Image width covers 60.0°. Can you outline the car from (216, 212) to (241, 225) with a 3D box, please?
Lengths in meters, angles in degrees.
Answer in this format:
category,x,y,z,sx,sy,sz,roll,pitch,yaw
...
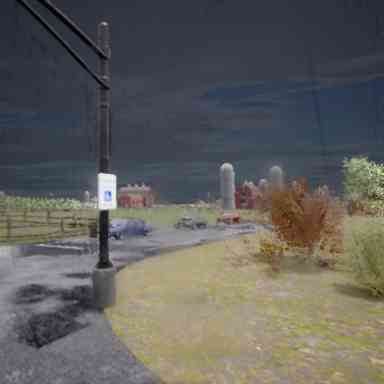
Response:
category,x,y,z,sx,sy,sz,roll,pitch,yaw
car,4.555,3.200,40.991,1.882,1.535,5.008,-2,-3,27

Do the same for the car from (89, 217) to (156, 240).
category,x,y,z,sx,sy,sz,roll,pitch,yaw
car,-4.643,2.481,23.271,2.033,1.411,5.357,-2,-3,27

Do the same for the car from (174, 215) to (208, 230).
category,x,y,z,sx,sy,sz,roll,pitch,yaw
car,-0.054,2.892,32.115,1.994,1.385,4.181,-2,-3,27
